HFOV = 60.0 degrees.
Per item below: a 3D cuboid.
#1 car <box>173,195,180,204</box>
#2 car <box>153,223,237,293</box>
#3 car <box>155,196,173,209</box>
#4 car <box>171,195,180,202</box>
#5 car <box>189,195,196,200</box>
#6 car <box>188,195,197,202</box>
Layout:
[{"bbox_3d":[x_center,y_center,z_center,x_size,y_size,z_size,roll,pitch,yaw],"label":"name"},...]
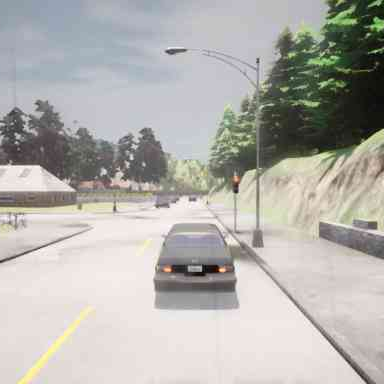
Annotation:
[{"bbox_3d":[-3.946,1.489,62.370,2.128,1.511,4.902,0,0,1],"label":"car"},{"bbox_3d":[0.075,1.547,8.997,2.033,1.411,5.357,0,0,0],"label":"car"},{"bbox_3d":[-4.011,1.504,45.697,1.837,1.490,4.892,0,0,0],"label":"car"},{"bbox_3d":[-3.859,1.495,77.775,1.994,1.385,4.181,0,0,0],"label":"car"},{"bbox_3d":[0.156,1.404,86.111,1.812,1.442,4.674,0,0,0],"label":"car"},{"bbox_3d":[0.137,1.512,75.751,2.128,1.511,4.902,0,0,0],"label":"car"}]
